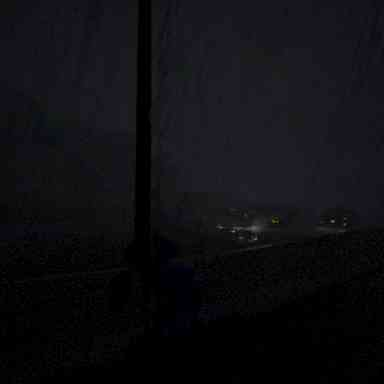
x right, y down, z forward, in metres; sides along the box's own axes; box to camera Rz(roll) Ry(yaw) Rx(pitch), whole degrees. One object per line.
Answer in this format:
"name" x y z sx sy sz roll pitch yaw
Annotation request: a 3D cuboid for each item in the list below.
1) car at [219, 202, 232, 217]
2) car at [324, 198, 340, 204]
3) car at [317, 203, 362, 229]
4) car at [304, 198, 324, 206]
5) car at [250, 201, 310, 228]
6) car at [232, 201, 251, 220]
"car" 4.508 1.635 32.561 1.882 1.535 5.008 1 0 35
"car" 26.204 1.918 62.928 2.033 1.411 5.357 0 0 3
"car" 10.391 1.739 23.132 1.994 1.385 4.181 0 0 39
"car" 22.710 1.826 63.122 1.882 1.535 5.008 0 0 3
"car" 6.418 1.647 23.811 1.837 1.490 4.892 1 0 41
"car" 5.797 1.645 28.504 2.128 1.511 4.902 0 0 37
